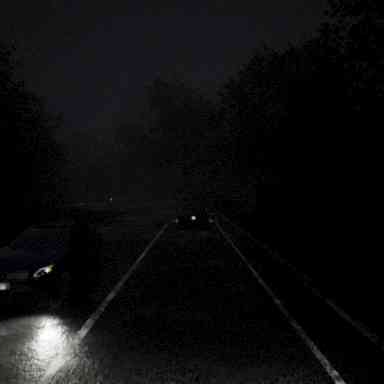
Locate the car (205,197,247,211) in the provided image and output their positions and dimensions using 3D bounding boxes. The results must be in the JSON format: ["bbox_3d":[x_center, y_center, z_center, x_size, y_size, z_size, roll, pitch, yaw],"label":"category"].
[{"bbox_3d":[4.533,1.505,40.200,4.902,1.511,2.128,0,0,-33],"label":"car"}]

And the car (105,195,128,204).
[{"bbox_3d":[-14.645,1.374,64.290,2.097,1.767,4.553,0,0,37],"label":"car"}]

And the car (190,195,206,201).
[{"bbox_3d":[1.021,1.502,71.051,5.008,1.535,1.882,0,0,9],"label":"car"}]

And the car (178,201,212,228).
[{"bbox_3d":[0.098,1.571,22.394,1.994,1.385,4.181,0,0,0],"label":"car"}]

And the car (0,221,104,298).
[{"bbox_3d":[-3.600,1.529,8.643,1.812,1.442,4.674,0,0,0],"label":"car"}]
